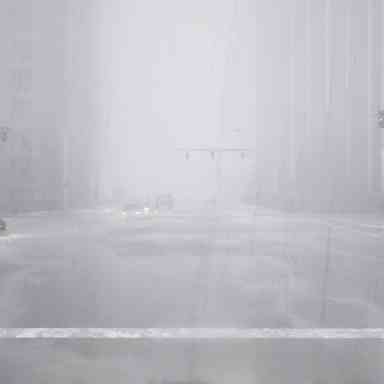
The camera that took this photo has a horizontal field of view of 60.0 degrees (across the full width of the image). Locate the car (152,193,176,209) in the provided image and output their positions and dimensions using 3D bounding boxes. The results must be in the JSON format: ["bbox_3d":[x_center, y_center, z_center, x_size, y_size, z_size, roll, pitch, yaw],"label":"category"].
[{"bbox_3d":[-3.644,1.221,44.346,2.150,2.045,5.566,0,0,0],"label":"car"}]

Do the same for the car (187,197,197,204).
[{"bbox_3d":[-0.067,1.601,65.539,1.895,1.301,4.718,0,0,0],"label":"car"}]

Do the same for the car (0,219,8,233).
[{"bbox_3d":[-11.689,1.564,16.804,4.181,1.385,1.994,0,0,-1],"label":"car"}]

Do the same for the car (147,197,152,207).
[{"bbox_3d":[-7.139,1.491,50.739,2.128,1.511,4.902,0,0,0],"label":"car"}]

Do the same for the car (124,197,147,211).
[{"bbox_3d":[-7.141,1.477,41.252,1.882,1.535,5.008,0,0,0],"label":"car"}]

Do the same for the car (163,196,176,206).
[{"bbox_3d":[-3.636,1.477,54.342,1.882,1.535,5.008,0,0,0],"label":"car"}]

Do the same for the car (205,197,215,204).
[{"bbox_3d":[3.433,1.601,65.003,1.895,1.301,4.718,0,0,0],"label":"car"}]
